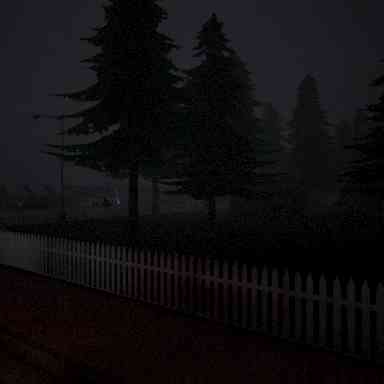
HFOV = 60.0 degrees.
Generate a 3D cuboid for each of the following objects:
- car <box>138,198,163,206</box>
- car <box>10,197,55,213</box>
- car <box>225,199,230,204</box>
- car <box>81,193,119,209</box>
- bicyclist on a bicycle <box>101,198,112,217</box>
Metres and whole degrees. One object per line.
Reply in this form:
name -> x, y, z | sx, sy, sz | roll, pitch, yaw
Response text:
car -> -6.801, 1.491, 54.093 | 2.128, 1.511, 4.902 | 0, 0, 35
car -> -18.032, 1.352, 37.629 | 2.097, 1.767, 4.553 | 0, 0, 34
car -> 4.292, 1.221, 51.455 | 2.150, 2.045, 5.566 | 0, 0, 34
car -> -12.537, 1.221, 45.704 | 2.150, 2.045, 5.566 | 0, 0, 34
bicyclist on a bicycle -> -7.176, 1.302, 27.836 | 1.656, 1.620, 0.582 | 0, 0, 34
